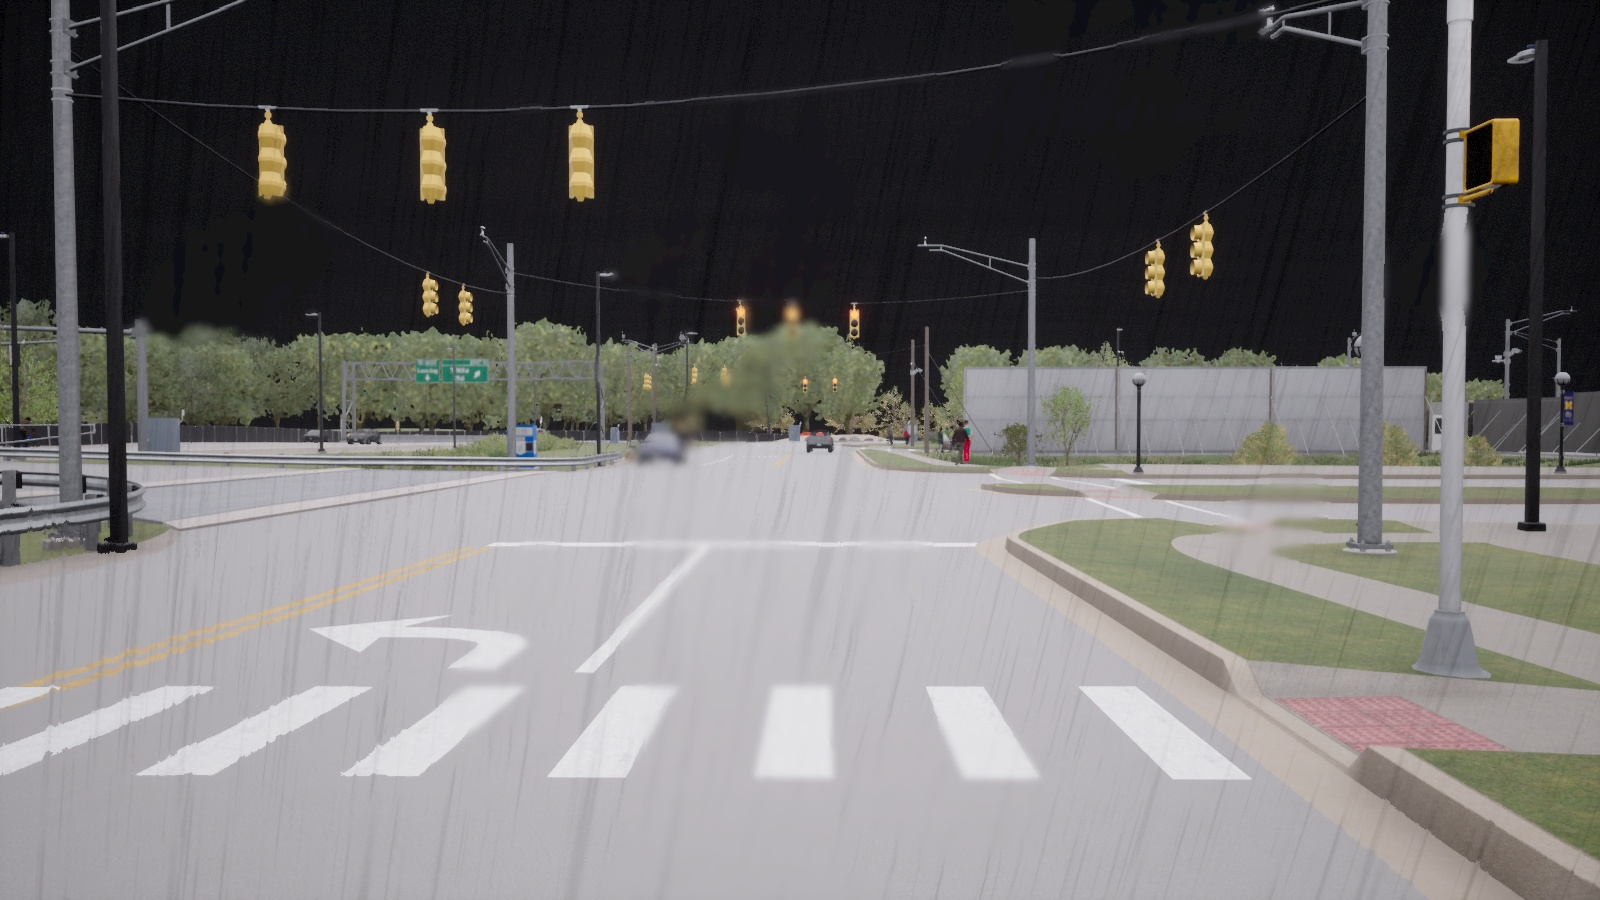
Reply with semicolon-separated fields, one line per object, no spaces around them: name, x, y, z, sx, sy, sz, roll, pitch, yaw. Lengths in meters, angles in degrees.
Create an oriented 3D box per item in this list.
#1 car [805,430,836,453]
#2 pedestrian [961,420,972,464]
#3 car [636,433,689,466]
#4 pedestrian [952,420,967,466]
car;1.377;-0.561;83.575;1.845;1.501;3.633;0;1;4
pedestrian;6.919;-0.338;52.190;0.345;1.836;0.594;0;2;-2
car;-6.298;-0.048;57.914;1.812;1.442;4.674;0;1;1
pedestrian;6.480;-0.295;51.033;0.431;1.840;0.703;1;2;24
